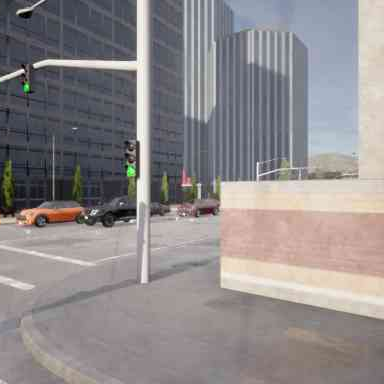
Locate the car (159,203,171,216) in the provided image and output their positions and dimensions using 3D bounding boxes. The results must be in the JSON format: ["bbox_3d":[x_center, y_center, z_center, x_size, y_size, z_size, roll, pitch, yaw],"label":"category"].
[{"bbox_3d":[-4.175,1.603,30.864,2.033,1.411,5.357,0,0,36],"label":"car"}]

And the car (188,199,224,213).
[{"bbox_3d":[1.750,1.560,39.094,1.837,1.490,4.892,0,0,36],"label":"car"}]

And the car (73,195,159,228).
[{"bbox_3d":[-5.145,1.277,23.516,2.150,2.045,5.566,0,0,36],"label":"car"}]

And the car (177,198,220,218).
[{"bbox_3d":[0.584,1.407,31.485,2.097,1.767,4.553,0,0,36],"label":"car"}]

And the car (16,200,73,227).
[{"bbox_3d":[-9.701,1.407,23.169,2.097,1.767,4.553,0,0,36],"label":"car"}]
